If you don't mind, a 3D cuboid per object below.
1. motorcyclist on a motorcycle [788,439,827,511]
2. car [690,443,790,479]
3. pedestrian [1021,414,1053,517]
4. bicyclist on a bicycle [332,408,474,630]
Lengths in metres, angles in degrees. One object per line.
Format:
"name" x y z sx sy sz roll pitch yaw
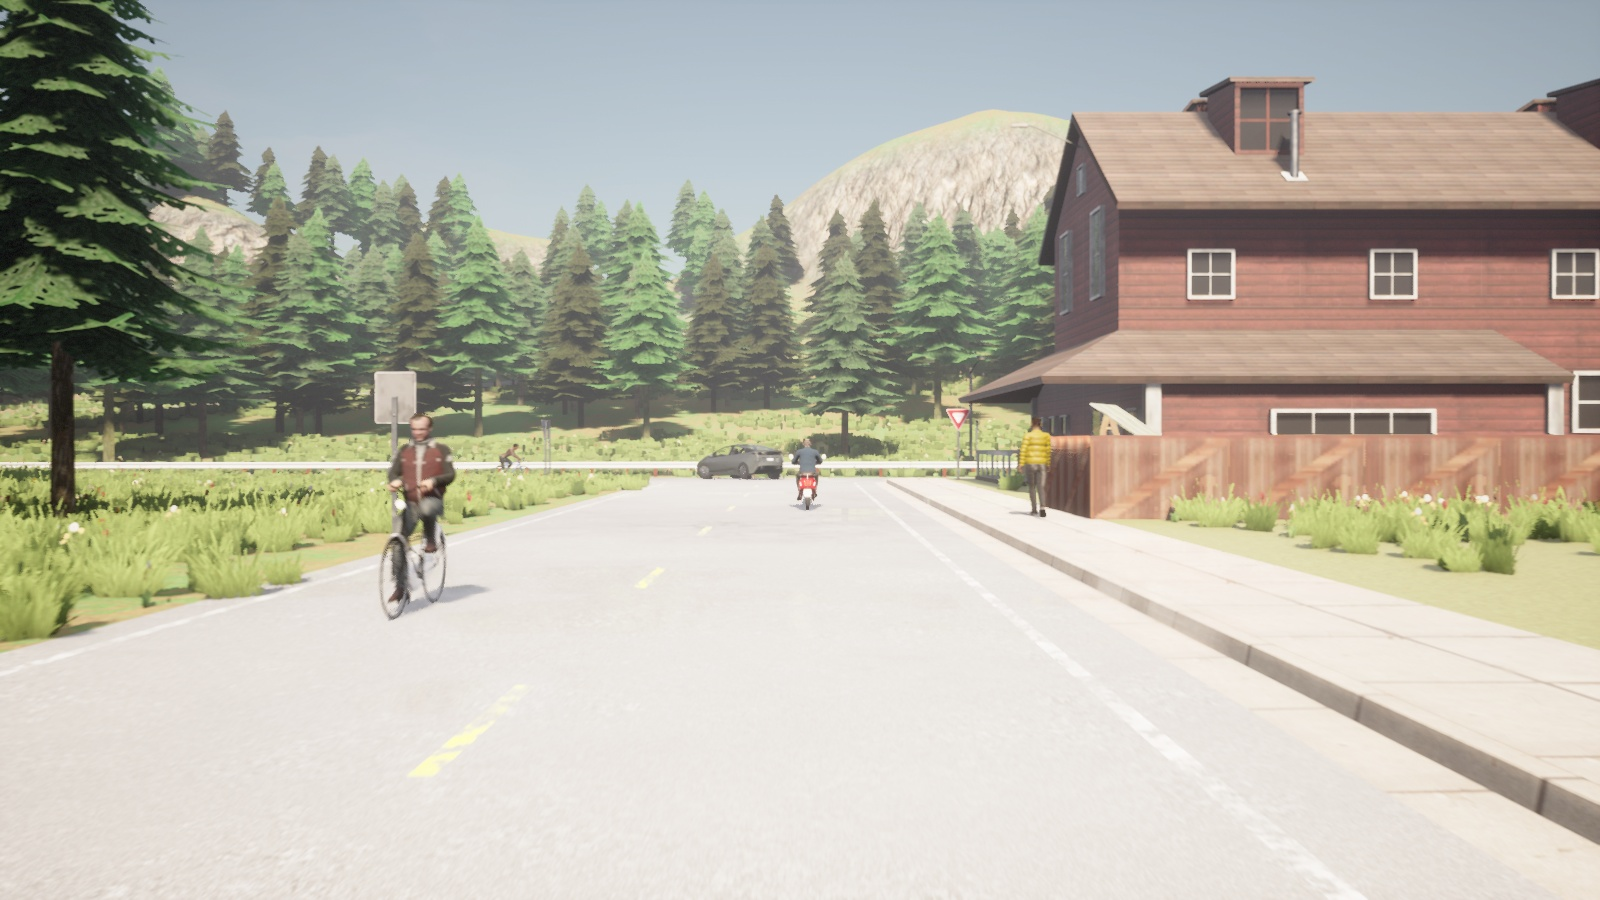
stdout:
"motorcyclist on a motorcycle" 0.172 0.539 28.618 0.866 1.590 1.817 0 0 0
"car" -2.675 0.482 54.729 2.007 1.525 4.514 0 -1 -40
"pedestrian" 4.283 0.277 22.689 0.431 1.840 0.709 0 0 0
"bicyclist on a bicycle" -3.424 0.552 10.998 0.659 1.776 1.843 0 0 0
